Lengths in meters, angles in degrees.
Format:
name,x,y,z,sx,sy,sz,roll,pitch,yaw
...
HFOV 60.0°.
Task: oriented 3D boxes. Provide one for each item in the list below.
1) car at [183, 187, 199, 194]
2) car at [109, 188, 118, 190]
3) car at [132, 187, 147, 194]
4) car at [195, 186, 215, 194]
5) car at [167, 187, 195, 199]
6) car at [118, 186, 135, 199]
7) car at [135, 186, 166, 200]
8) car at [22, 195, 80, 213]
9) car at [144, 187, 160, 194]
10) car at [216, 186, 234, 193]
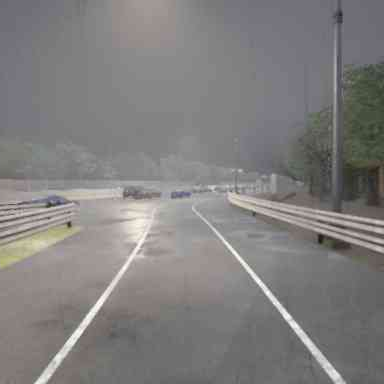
name,x,y,z,sx,sy,sz,roll,pitch,yaw
car,-0.224,-0.342,76.229,2.033,1.411,5.357,0,2,20
car,-19.667,-0.382,84.231,1.994,1.385,4.181,0,2,20
car,-12.963,-0.410,82.192,1.812,1.442,4.674,0,2,20
car,3.056,-0.521,75.005,2.097,1.767,4.553,0,2,20
car,-1.641,0.236,51.478,1.882,1.535,5.008,0,2,20
car,-8.793,0.015,52.270,2.150,2.045,5.566,0,2,20
car,-6.098,0.197,49.411,2.097,1.767,4.553,0,2,20
car,-10.813,0.958,25.896,1.882,1.535,5.008,0,2,20
car,-9.662,-0.406,81.027,1.812,1.442,4.674,0,2,20
car,7.787,-0.433,77.875,1.994,1.385,4.181,0,2,20
